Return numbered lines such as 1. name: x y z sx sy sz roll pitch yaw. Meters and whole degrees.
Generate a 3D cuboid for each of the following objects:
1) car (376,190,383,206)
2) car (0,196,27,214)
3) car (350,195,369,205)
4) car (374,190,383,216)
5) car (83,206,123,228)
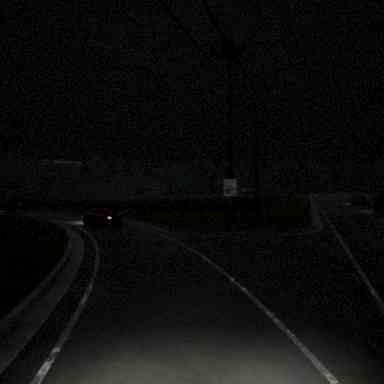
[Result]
1. car: 26.074 0.710 43.826 2.150 2.045 5.566 -1 0 19
2. car: -22.773 1.603 41.928 5.566 2.045 2.150 -1 0 42
3. car: 23.250 1.102 46.333 1.994 1.385 4.181 -1 0 19
4. car: 16.670 0.896 27.548 2.150 2.045 5.566 -1 0 19
5. car: -6.326 1.662 23.375 1.994 1.385 4.181 -1 0 -29
